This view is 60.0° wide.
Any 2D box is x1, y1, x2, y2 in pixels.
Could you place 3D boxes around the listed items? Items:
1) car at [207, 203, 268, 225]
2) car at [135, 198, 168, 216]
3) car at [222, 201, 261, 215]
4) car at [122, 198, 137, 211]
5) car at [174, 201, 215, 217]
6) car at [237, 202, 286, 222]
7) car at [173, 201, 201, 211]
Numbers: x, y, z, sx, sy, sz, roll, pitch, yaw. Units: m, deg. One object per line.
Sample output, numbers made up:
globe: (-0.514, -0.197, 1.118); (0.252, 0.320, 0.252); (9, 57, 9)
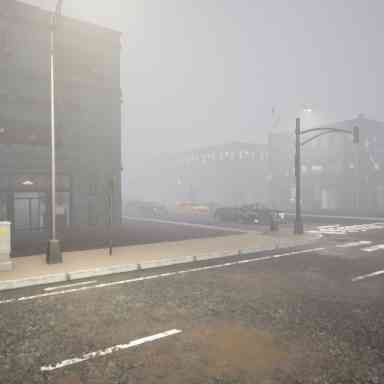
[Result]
car: (3.526, 1.814, 26.583); (1.947, 1.339, 4.313); (-1, 0, -35)
car: (-4.416, 1.846, 37.965); (1.967, 1.590, 4.097); (-1, 0, -35)
car: (5.623, 1.809, 38.309); (2.008, 1.369, 4.403); (-2, 0, -35)
car: (-7.797, 1.963, 47.251); (1.882, 1.535, 5.008); (-1, 0, -35)
car: (-0.095, 1.814, 36.381); (1.882, 1.535, 5.008); (-1, 0, -36)
car: (5.702, 1.713, 28.216); (2.128, 1.511, 4.902); (-1, 0, -35)
car: (-0.788, 1.965, 47.333); (1.802, 1.307, 4.206); (-2, 0, -35)
